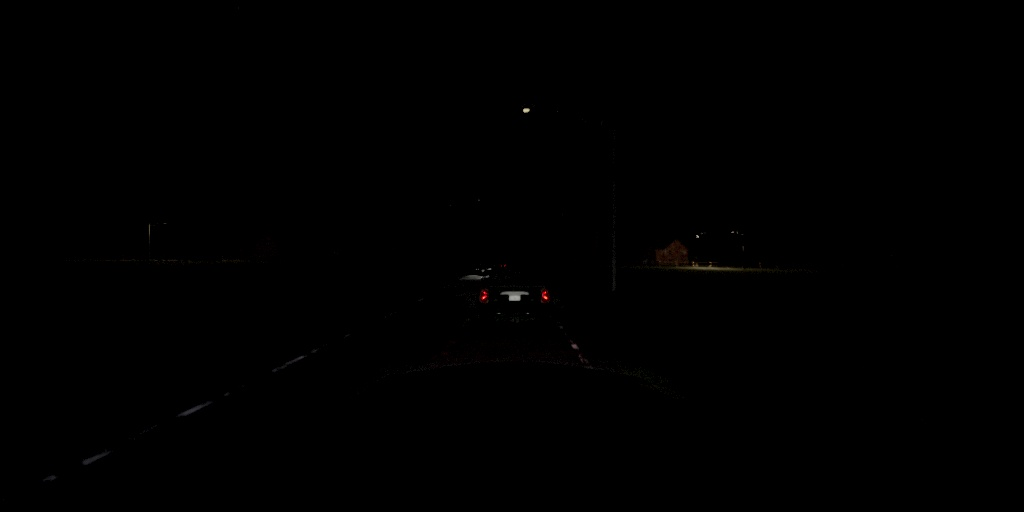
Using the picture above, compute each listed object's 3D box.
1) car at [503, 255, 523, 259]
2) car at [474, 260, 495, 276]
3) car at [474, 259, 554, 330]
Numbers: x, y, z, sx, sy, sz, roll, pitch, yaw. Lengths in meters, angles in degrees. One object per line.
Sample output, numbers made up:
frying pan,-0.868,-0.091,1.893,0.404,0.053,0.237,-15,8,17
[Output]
car,0.097,0.947,31.048,2.150,2.045,5.566,0,0,0
car,-2.844,1.229,37.622,1.837,1.490,4.892,0,0,0
car,0.079,1.090,11.276,2.097,1.767,4.553,0,0,0
